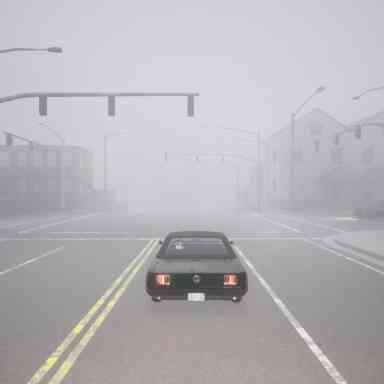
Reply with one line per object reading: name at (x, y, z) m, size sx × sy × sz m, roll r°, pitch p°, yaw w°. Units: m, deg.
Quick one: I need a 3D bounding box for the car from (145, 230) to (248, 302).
car at (0.102, 1.601, 8.199) m, size 1.895 × 1.301 × 4.718 m, roll 0°, pitch 0°, yaw 0°

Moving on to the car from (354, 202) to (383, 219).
car at (16.026, 1.564, 28.165) m, size 4.181 × 1.385 × 1.994 m, roll 0°, pitch 0°, yaw 0°
